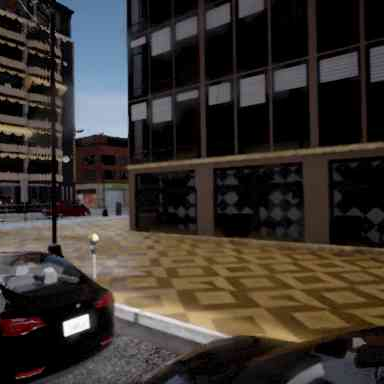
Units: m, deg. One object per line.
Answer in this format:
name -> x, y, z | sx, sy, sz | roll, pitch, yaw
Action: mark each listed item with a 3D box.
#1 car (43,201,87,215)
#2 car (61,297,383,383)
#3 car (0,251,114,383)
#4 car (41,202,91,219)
car -> -14.307, 1.775, 37.769 | 1.947, 1.339, 4.313 | -2, -1, 35
car -> 1.408, 1.566, 1.887 | 4.313, 1.339, 1.947 | 0, -1, 36
car -> -3.021, 1.573, 5.044 | 4.313, 1.339, 1.947 | 0, -1, 36
car -> -10.676, 1.604, 28.408 | 1.802, 1.307, 4.206 | -2, -1, 35
